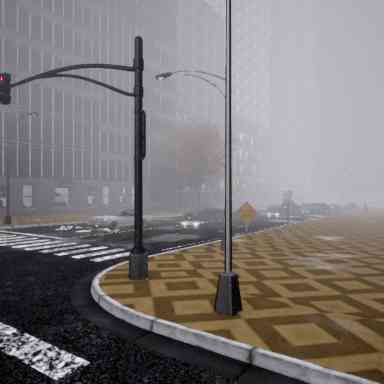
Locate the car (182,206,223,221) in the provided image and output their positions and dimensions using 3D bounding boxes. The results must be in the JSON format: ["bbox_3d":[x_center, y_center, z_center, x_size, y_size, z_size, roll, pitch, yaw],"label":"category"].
[{"bbox_3d":[1.176,2.076,33.156,2.033,1.411,5.357,0,-1,33],"label":"car"}]

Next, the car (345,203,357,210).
[{"bbox_3d":[31.341,2.837,65.801,1.812,1.442,4.674,0,-1,33],"label":"car"}]

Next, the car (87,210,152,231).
[{"bbox_3d":[-5.017,1.925,23.515,1.895,1.301,4.718,0,-1,33],"label":"car"}]

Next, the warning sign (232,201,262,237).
[{"bbox_3d":[3.066,1.454,18.581,1.300,1.860,1.060,1,1,33],"label":"warning sign"}]

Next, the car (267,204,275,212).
[{"bbox_3d":[13.200,2.488,51.704,1.994,1.385,4.181,0,-1,33],"label":"car"}]

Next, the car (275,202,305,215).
[{"bbox_3d":[13.725,2.205,46.402,2.097,1.767,4.553,0,-1,33],"label":"car"}]

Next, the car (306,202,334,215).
[{"bbox_3d":[18.279,2.268,47.391,2.097,1.767,4.553,0,-1,33],"label":"car"}]

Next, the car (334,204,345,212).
[{"bbox_3d":[23.736,2.640,55.889,2.033,1.411,5.357,0,-1,33],"label":"car"}]
